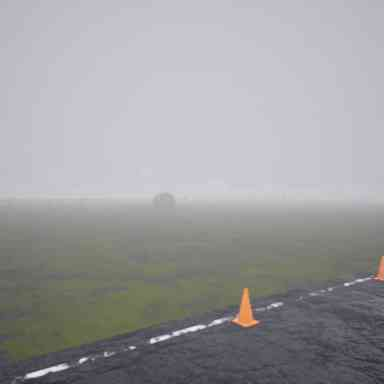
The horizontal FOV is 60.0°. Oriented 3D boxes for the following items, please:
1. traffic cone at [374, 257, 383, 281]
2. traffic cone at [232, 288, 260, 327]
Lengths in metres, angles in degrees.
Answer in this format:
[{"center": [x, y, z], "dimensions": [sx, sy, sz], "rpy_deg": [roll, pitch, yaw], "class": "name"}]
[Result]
[{"center": [5.012, 1.990, 8.704], "dimensions": [0.340, 0.580, 0.340], "rpy_deg": [0, 0, -36], "class": "traffic cone"}, {"center": [0.942, 1.971, 5.800], "dimensions": [0.340, 0.580, 0.340], "rpy_deg": [0, 0, -36], "class": "traffic cone"}]
